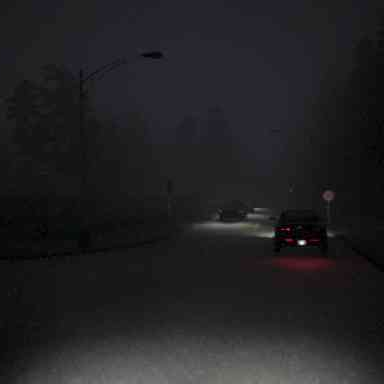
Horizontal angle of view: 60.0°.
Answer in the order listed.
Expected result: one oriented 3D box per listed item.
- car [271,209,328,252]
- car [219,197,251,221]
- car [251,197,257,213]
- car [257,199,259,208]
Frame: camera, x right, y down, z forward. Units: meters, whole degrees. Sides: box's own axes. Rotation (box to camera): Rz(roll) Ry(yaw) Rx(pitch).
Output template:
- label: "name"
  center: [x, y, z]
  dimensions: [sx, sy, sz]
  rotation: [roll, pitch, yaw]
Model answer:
- label: "car"
  center: [4.286, 1.437, 13.556]
  dimensions: [1.837, 1.490, 4.892]
  rotation: [-1, 0, 14]
- label: "car"
  center: [3.475, 1.463, 27.538]
  dimensions: [1.882, 1.535, 5.008]
  rotation: [-1, 0, 14]
- label: "car"
  center: [5.774, 1.430, 36.597]
  dimensions: [1.882, 1.535, 5.008]
  rotation: [-1, 0, 14]
- label: "car"
  center: [8.331, 1.442, 46.473]
  dimensions: [1.812, 1.442, 4.674]
  rotation: [-1, 0, 14]
